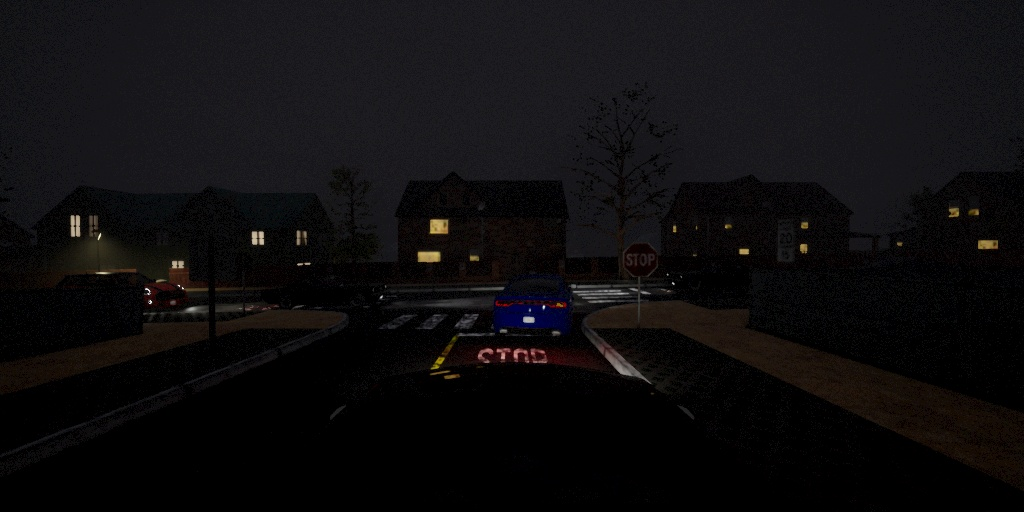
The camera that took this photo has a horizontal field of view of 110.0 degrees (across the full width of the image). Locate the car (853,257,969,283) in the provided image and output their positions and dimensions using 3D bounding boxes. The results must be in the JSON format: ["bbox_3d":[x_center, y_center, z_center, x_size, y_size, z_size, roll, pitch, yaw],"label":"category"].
[{"bbox_3d":[20.053,0.753,18.357,5.357,1.411,2.033,-1,1,0],"label":"car"}]

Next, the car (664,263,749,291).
[{"bbox_3d":[10.408,1.034,18.319,4.718,1.301,1.895,-1,1,-1],"label":"car"}]

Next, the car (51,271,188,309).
[{"bbox_3d":[-16.801,1.471,15.379,4.553,1.767,2.097,-1,1,0],"label":"car"}]

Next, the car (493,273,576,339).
[{"bbox_3d":[0.785,1.226,10.182,1.882,1.535,5.008,0,0,10],"label":"car"}]

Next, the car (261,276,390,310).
[{"bbox_3d":[-7.814,1.506,15.388,4.718,1.301,1.895,-1,1,0],"label":"car"}]
